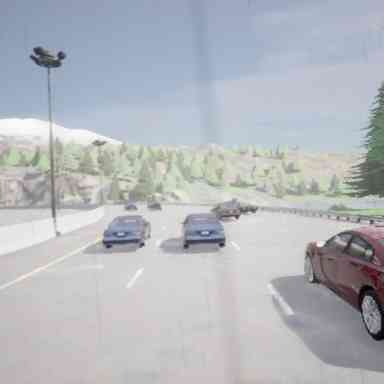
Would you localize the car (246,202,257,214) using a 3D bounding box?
[{"bbox_3d":[5.558,1.758,36.864,1.895,1.301,4.718,-2,-1,-10],"label":"car"}]

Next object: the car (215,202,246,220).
[{"bbox_3d":[2.903,1.746,30.089,2.033,1.411,5.357,-2,-1,-8],"label":"car"}]

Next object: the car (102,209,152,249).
[{"bbox_3d":[-3.135,1.860,16.599,2.033,1.411,5.357,-2,-1,-3],"label":"car"}]

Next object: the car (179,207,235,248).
[{"bbox_3d":[0.409,1.699,15.706,2.033,1.411,5.357,-2,-1,-3],"label":"car"}]

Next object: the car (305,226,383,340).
[{"bbox_3d":[3.656,1.390,6.374,1.882,1.535,5.008,-2,0,3],"label":"car"}]

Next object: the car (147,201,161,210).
[{"bbox_3d":[-6.630,2.408,57.804,1.837,1.490,4.892,-1,-1,-18],"label":"car"}]

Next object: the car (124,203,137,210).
[{"bbox_3d":[-11.301,2.661,60.852,1.812,1.442,4.674,-2,-1,-20],"label":"car"}]
